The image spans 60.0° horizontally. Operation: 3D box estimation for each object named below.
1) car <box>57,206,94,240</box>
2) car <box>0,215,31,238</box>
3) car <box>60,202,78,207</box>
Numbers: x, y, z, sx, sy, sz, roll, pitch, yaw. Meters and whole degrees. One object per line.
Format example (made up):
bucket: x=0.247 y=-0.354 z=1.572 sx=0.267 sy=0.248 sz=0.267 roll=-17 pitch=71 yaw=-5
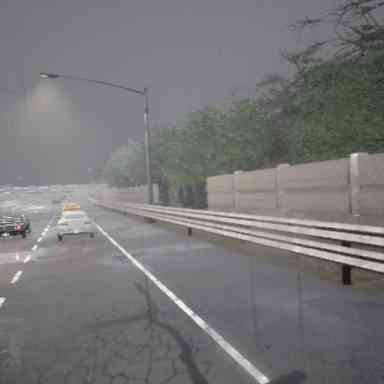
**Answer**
car: x=-6.711 y=1.806 z=19.131 sx=1.812 sy=1.442 sz=4.674 roll=-3 pitch=0 yaw=-20
car: x=-11.032 y=2.087 z=20.367 sx=1.895 sy=1.301 sz=4.718 roll=-3 pitch=0 yaw=-21
car: x=-13.085 y=2.018 z=36.119 sx=1.882 sy=1.535 sz=5.008 roll=-3 pitch=0 yaw=-20
